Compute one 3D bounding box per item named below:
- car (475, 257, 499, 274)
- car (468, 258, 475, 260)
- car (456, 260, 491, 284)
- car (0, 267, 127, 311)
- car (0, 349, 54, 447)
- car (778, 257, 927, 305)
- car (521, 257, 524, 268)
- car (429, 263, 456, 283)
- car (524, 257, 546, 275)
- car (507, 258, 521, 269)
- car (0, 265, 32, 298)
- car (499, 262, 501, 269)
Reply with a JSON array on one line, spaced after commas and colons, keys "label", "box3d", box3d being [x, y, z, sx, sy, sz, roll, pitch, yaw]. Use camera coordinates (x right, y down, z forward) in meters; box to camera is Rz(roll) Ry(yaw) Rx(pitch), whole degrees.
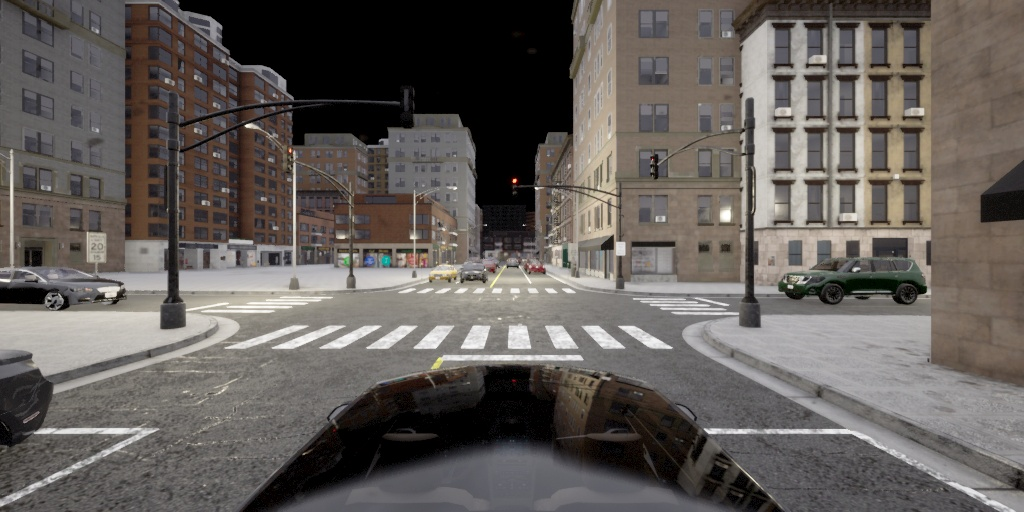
[{"label": "car", "box3d": [-2.828, 1.229, 41.326, 1.882, 1.535, 5.008, 0, 0, 0]}, {"label": "car", "box3d": [-5.366, 1.302, 45.485, 2.007, 1.370, 4.403, 0, 0, 0]}, {"label": "car", "box3d": [-2.815, 1.255, 27.230, 1.837, 1.490, 4.892, 0, 0, -1]}, {"label": "car", "box3d": [-17.277, 1.162, 13.323, 4.902, 1.511, 2.128, 0, 0, 2]}, {"label": "car", "box3d": [-5.388, 1.300, 1.653, 2.007, 1.370, 4.403, 0, 0, 0]}, {"label": "car", "box3d": [15.351, 1.056, 16.302, 5.566, 2.045, 2.150, 0, 0, -2]}, {"label": "car", "box3d": [2.659, 1.066, 45.480, 2.192, 1.841, 5.009, 0, 0, 0]}, {"label": "car", "box3d": [-5.375, 1.276, 28.329, 1.751, 1.417, 4.829, 0, 0, 0]}, {"label": "car", "box3d": [2.656, 1.191, 39.818, 1.967, 1.591, 4.097, 0, 0, 0]}, {"label": "car", "box3d": [0.121, 1.317, 58.549, 1.994, 1.385, 4.181, 0, 0, 1]}, {"label": "car", "box3d": [-25.377, 1.159, 16.283, 4.674, 1.442, 1.812, 0, 0, 0]}, {"label": "car", "box3d": [-2.784, 1.259, 56.011, 1.837, 1.490, 4.892, 0, 0, 0]}]
